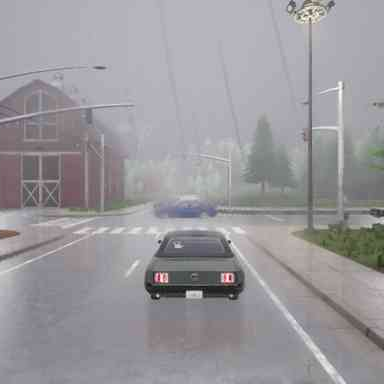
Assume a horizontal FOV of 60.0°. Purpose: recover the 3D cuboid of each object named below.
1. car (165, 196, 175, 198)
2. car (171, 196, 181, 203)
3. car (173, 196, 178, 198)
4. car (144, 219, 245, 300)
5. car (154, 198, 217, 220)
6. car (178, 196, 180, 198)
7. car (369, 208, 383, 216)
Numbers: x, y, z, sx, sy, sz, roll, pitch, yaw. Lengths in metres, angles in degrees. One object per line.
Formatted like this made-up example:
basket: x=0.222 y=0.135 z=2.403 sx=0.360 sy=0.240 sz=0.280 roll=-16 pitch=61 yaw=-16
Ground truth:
car: x=-3.614 y=1.564 z=42.150 sx=1.994 sy=1.385 sz=4.181 roll=0 pitch=0 yaw=0
car: x=-3.526 y=1.590 z=72.551 sx=1.895 sy=1.301 sz=4.718 roll=0 pitch=0 yaw=0
car: x=-3.611 y=1.505 z=52.171 sx=1.837 sy=1.490 sz=4.892 roll=0 pitch=0 yaw=0
car: x=0.063 y=1.601 z=8.339 sx=1.895 sy=1.301 sz=4.718 roll=0 pitch=0 yaw=0
car: x=-0.497 y=1.467 z=26.849 sx=5.008 sy=1.535 sz=1.882 roll=0 pitch=0 yaw=-1
car: x=-3.584 y=1.505 z=62.244 sx=1.837 sy=1.490 sz=4.892 roll=0 pitch=0 yaw=0
car: x=17.148 y=1.574 z=27.169 sx=4.718 sy=1.301 sz=1.895 roll=0 pitch=0 yaw=-1
